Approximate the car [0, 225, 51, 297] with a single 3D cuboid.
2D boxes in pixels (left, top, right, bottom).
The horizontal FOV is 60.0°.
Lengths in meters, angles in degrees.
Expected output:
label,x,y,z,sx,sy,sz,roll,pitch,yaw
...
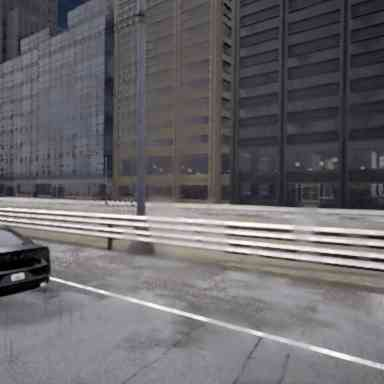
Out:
label,x,y,z,sx,sy,sz,roll,pitch,yaw
car,-5.345,1.468,7.797,5.008,1.535,1.882,0,0,35
